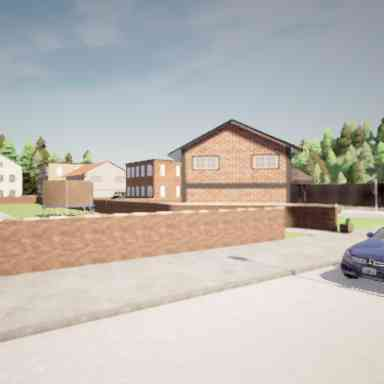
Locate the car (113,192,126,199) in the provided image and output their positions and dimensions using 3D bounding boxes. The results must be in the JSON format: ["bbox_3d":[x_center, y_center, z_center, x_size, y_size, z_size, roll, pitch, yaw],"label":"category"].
[{"bbox_3d":[-8.828,0.923,42.529,1.905,1.878,3.866,0,0,-35],"label":"car"}]

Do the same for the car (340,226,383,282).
[{"bbox_3d":[5.848,1.499,8.727,4.674,1.442,1.812,0,0,-35],"label":"car"}]
